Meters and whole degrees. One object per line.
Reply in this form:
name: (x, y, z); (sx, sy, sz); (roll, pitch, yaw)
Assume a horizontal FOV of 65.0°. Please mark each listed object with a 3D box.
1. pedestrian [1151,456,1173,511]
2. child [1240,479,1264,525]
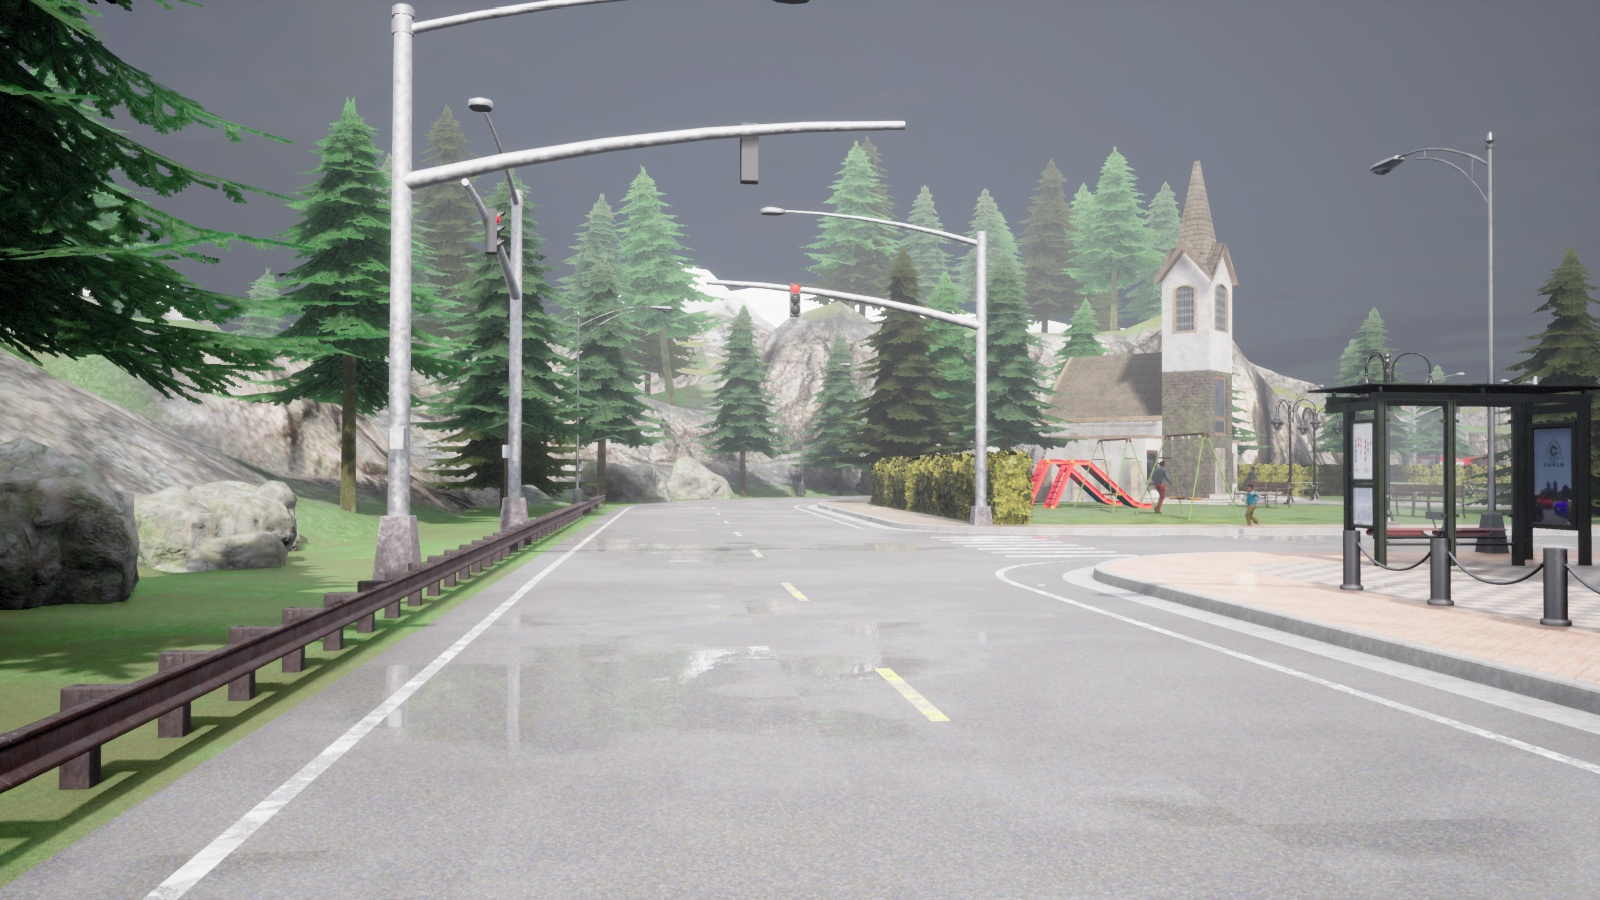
pedestrian: (12.095, 1.114, 41.971); (0.614, 1.847, 0.353); (0, -1, -31)
child: (11.636, 1.335, 32.325); (0.448, 1.192, 0.343); (0, -1, -10)
